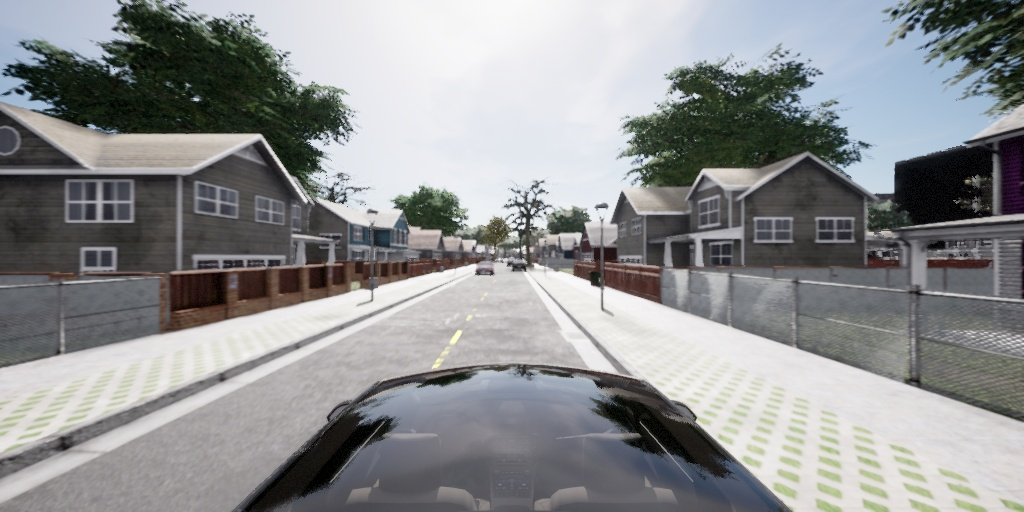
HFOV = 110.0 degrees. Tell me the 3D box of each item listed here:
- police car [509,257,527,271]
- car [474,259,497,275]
[{"bbox_3d":[0.956,1.171,48.510,1.930,1.638,5.238,0,0,0],"label":"police car"},{"bbox_3d":[-2.845,1.279,38.413,1.812,1.442,4.674,0,0,0],"label":"car"}]
